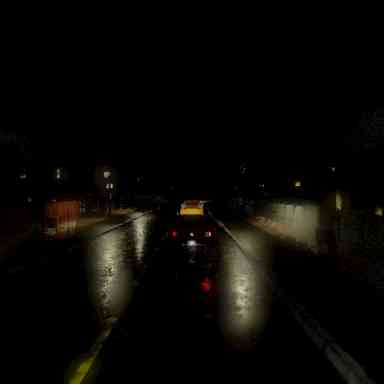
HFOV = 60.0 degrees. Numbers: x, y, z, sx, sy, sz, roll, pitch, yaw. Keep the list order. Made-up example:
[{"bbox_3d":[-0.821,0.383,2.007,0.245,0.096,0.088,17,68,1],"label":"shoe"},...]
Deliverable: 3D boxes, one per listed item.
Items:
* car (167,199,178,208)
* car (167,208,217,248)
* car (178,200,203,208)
[{"bbox_3d":[-2.748,1.719,51.462,1.994,1.385,4.181,0,0,0],"label":"car"},{"bbox_3d":[0.001,1.616,14.696,1.895,1.301,4.718,0,0,0],"label":"car"},{"bbox_3d":[0.000,1.517,29.685,1.882,1.535,5.008,0,0,0],"label":"car"}]
